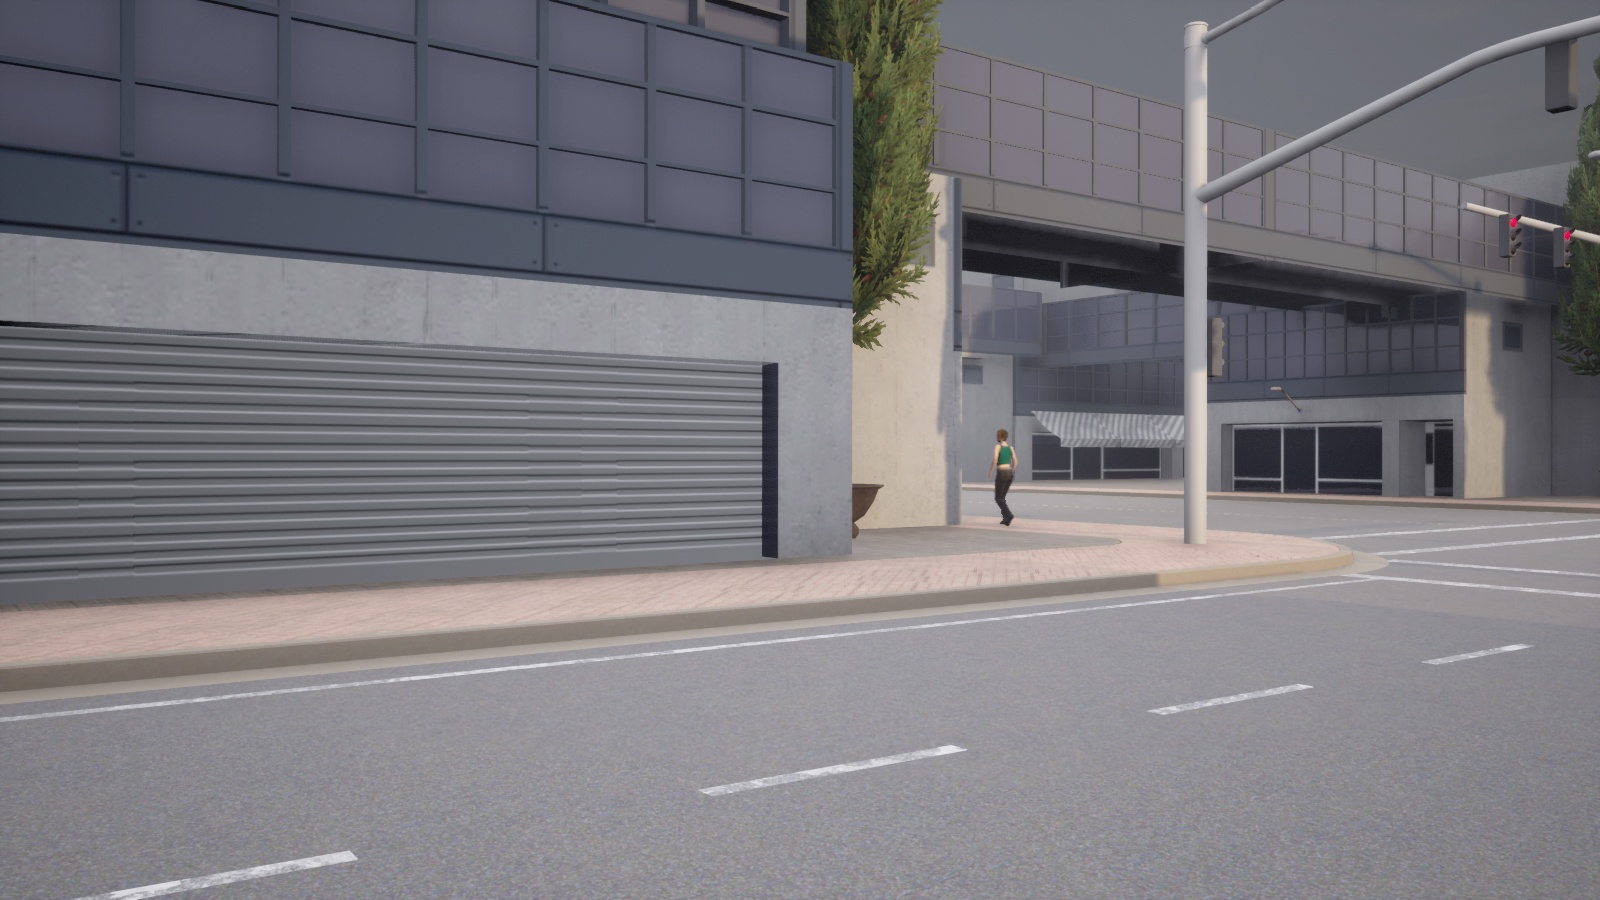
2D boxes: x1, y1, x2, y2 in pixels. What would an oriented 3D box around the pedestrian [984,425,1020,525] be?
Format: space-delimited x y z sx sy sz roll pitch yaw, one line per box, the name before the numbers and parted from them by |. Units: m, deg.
pedestrian | 3.760 0.453 23.392 0.345 1.836 0.594 0 0 -33
